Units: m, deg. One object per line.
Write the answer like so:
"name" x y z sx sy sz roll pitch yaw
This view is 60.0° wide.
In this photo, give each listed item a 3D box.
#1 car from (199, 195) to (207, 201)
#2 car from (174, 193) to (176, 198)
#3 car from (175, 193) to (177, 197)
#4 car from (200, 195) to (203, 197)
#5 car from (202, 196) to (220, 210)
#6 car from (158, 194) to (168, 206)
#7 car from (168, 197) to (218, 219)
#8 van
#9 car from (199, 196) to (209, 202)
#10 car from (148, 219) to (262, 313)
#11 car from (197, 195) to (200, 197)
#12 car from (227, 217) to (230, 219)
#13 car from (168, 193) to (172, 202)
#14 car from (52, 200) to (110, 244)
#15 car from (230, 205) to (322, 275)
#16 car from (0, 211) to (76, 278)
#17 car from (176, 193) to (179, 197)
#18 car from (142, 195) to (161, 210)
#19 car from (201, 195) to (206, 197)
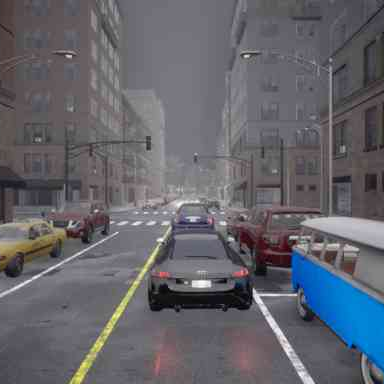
"car" 2.698 1.438 81.446 1.967 1.590 4.097 0 0 0
"car" -5.347 1.548 75.970 2.008 1.369 4.403 0 0 0
"car" -5.341 1.563 81.452 1.947 1.339 4.313 0 0 0
"car" 2.678 1.547 54.035 2.008 1.369 4.403 0 0 0
"car" 2.670 1.547 43.072 2.008 1.369 4.403 0 0 0
"car" -5.372 1.522 53.871 1.752 1.417 4.829 0 0 0
"car" 0.062 1.351 17.833 2.097 1.767 4.553 0 0 0
"van" 2.642 1.341 4.706 1.690 1.788 3.998 0 0 0
"car" 2.694 1.548 75.963 2.008 1.369 4.403 0 0 0
"car" 0.104 1.564 7.777 1.994 1.385 4.181 0 0 -2
"car" 2.690 1.548 70.481 2.008 1.369 4.403 0 0 0
"car" 2.650 1.581 16.064 1.802 1.307 4.206 0 0 0
"car" -5.365 1.312 59.524 2.192 1.841 5.009 0 0 0
"car" -5.388 1.314 16.070 2.192 1.841 5.009 0 0 0
"car" 2.646 1.314 10.384 2.192 1.841 5.009 0 0 0
"car" -5.392 1.525 10.221 1.752 1.417 4.829 0 0 0
"car" -5.335 1.313 86.934 2.192 1.841 5.009 0 0 0
"car" -5.384 1.522 42.908 1.752 1.417 4.829 0 0 0
"car" 2.674 1.541 48.554 1.887 1.381 4.507 0 0 0
